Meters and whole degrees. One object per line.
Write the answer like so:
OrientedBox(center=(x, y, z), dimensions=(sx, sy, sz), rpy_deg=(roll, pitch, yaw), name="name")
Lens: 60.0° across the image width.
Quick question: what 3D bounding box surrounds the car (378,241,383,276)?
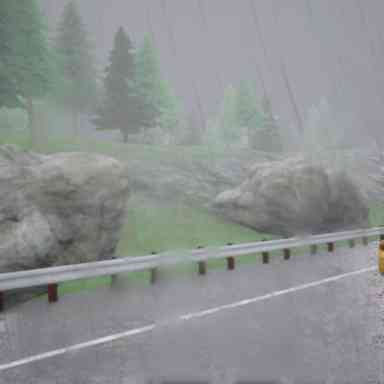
OrientedBox(center=(6.742, 1.478, 8.554), dimensions=(5.008, 1.535, 1.882), rpy_deg=(0, 0, -35), name="car")
